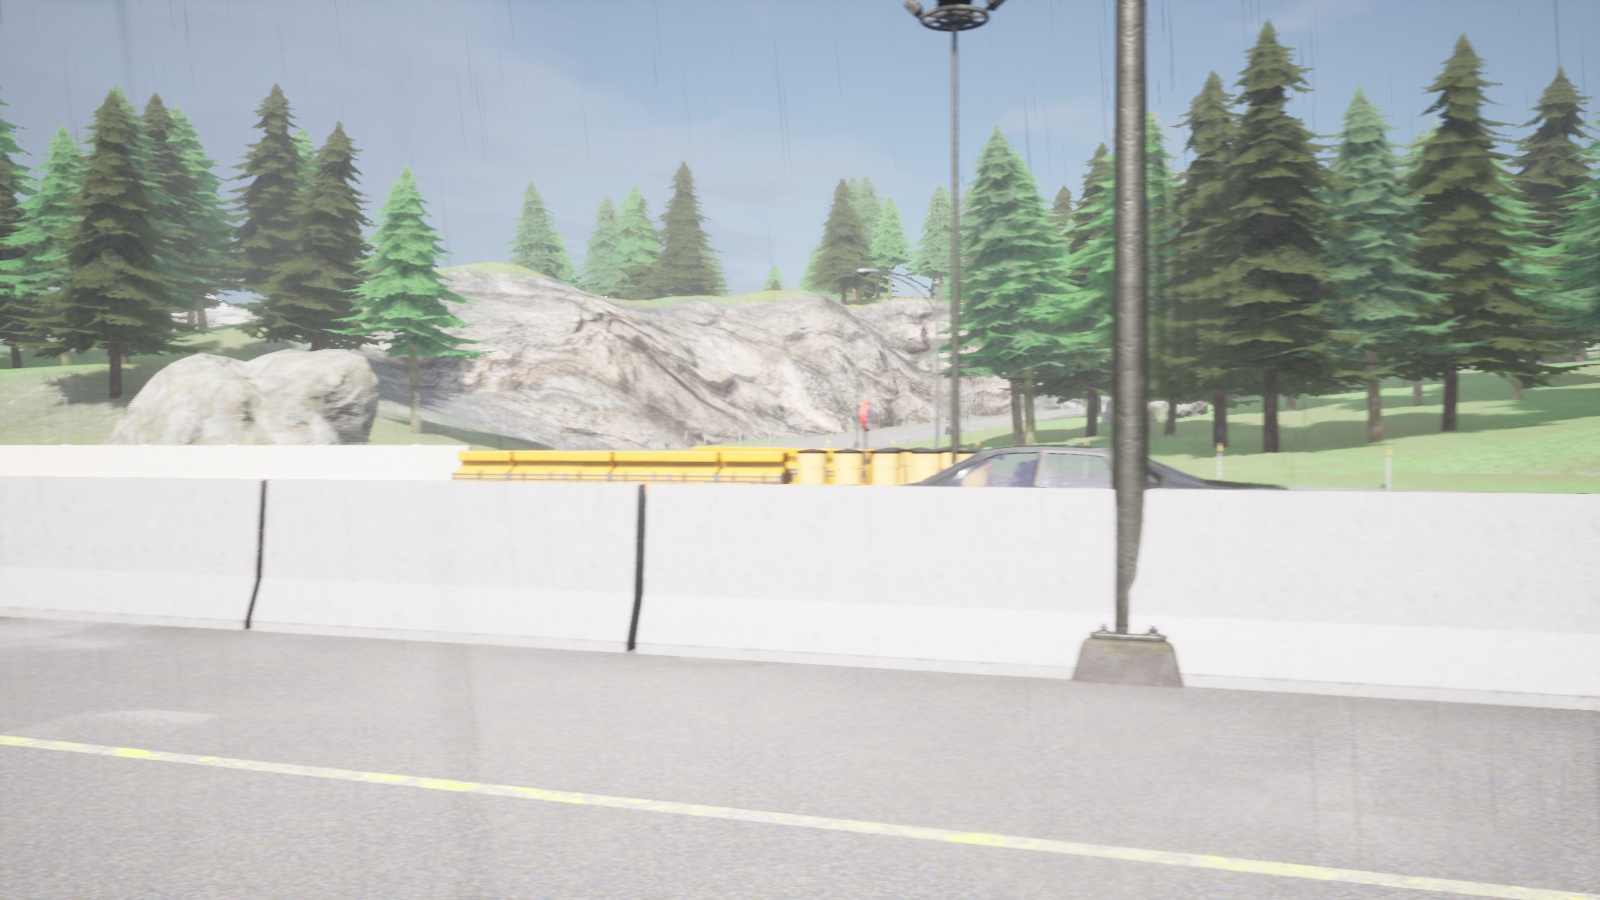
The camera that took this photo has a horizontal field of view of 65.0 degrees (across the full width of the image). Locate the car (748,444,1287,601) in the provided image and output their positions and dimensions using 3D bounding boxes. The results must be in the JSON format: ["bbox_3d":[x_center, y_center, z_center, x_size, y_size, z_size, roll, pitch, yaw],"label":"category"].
[{"bbox_3d":[2.308,0.666,13.495,5.357,1.411,2.033,1,1,19],"label":"car"}]
